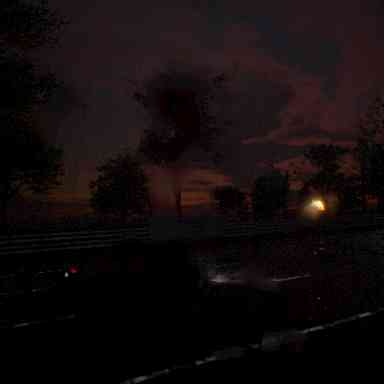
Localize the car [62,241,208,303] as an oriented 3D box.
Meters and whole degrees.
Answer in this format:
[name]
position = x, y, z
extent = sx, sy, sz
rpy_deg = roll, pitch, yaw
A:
[car]
position = -1.627, 2.176, 9.923
extent = 4.181, 1.385, 1.994
rpy_deg = 0, -4, -29
